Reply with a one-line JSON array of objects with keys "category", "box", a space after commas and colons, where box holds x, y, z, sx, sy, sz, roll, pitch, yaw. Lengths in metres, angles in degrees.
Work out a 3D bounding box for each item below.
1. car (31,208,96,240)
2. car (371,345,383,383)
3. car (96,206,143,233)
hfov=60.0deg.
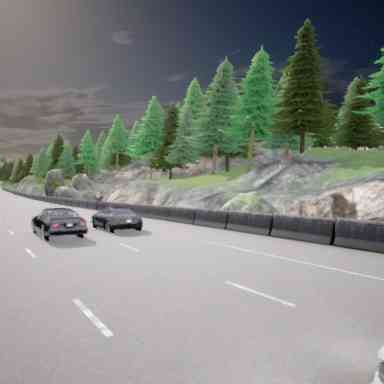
[{"category": "car", "box": [-6.845, 1.520, 16.922, 2.033, 1.411, 5.357, 0, 0, -34]}, {"category": "car", "box": [3.370, 1.531, 1.524, 1.812, 1.442, 4.674, 0, 0, -34]}, {"category": "car", "box": [-4.544, 1.539, 19.787, 1.994, 1.385, 4.181, 0, 0, -34]}]
